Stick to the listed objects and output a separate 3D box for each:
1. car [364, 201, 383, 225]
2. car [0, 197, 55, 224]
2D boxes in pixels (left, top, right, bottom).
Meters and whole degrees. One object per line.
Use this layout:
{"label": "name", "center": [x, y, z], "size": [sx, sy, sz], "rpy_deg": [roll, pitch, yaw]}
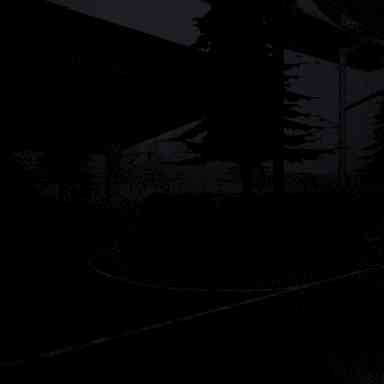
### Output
{"label": "car", "center": [11.450, 1.317, 21.334], "size": [2.128, 1.511, 4.902], "rpy_deg": [0, 1, -36]}
{"label": "car", "center": [-11.894, 1.313, 23.518], "size": [3.866, 1.878, 1.905], "rpy_deg": [0, 0, -36]}
